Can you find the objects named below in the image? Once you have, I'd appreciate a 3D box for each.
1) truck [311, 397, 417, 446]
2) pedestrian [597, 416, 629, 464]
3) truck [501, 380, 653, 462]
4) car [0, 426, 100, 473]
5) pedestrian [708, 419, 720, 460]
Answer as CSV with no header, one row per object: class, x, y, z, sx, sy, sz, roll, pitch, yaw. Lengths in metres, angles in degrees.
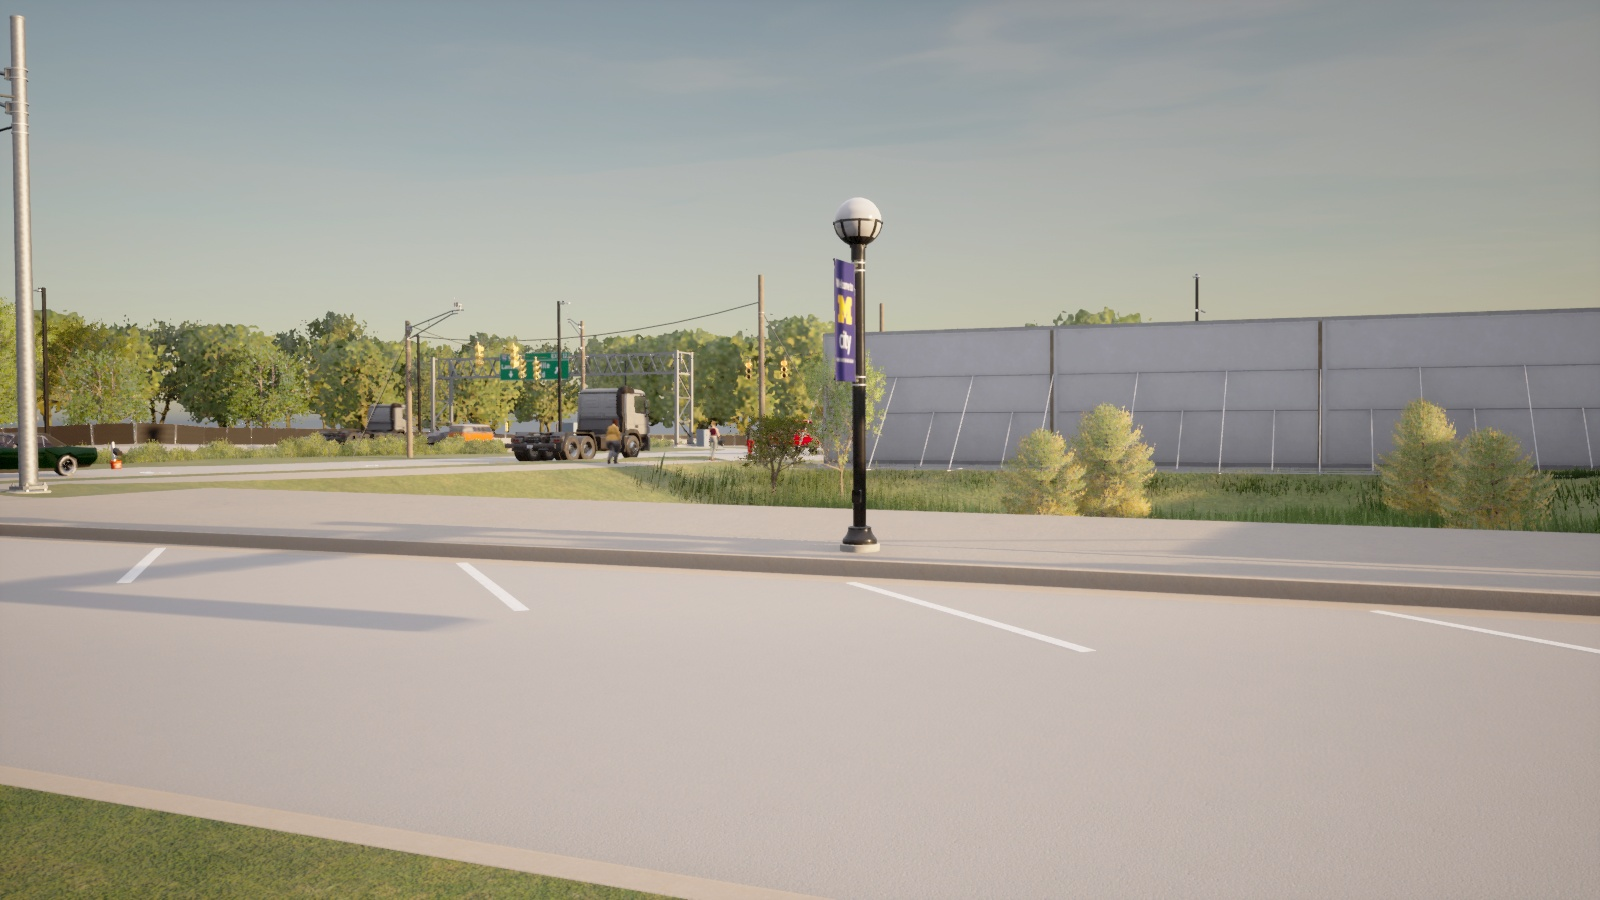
truck,-32.399,-2.077,93.733,2.891,3.462,7.936,1,0,23
pedestrian,-7.254,-0.398,48.740,0.874,1.855,0.900,1,2,28
truck,-9.986,-1.306,57.263,2.891,3.462,7.936,1,1,24
car,-22.837,-0.021,35.986,1.895,1.301,4.718,1,1,22
pedestrian,-3.911,-0.466,56.849,0.345,1.836,0.594,1,2,18
